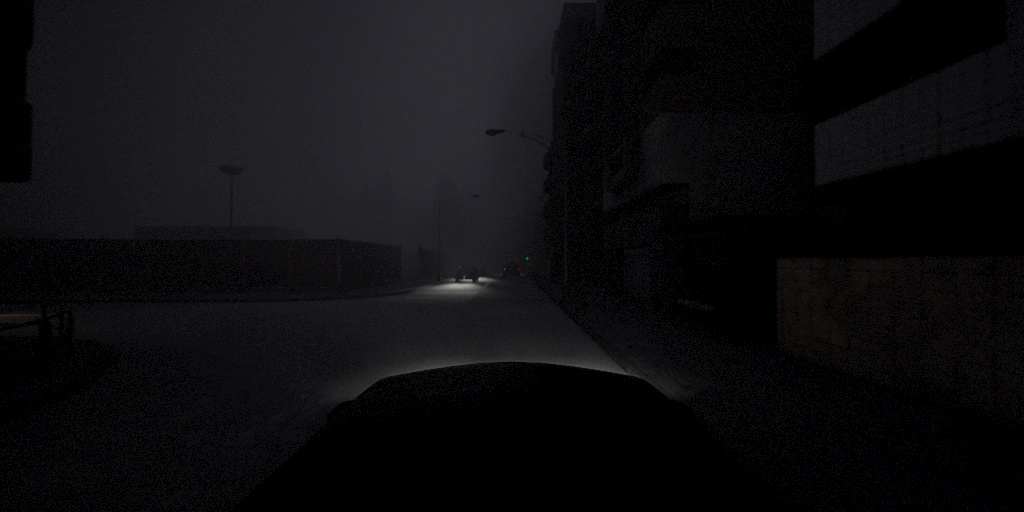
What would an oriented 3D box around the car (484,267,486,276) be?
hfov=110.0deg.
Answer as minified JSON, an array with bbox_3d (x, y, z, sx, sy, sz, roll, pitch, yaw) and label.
[{"bbox_3d":[-4.225,1.855,44.255,1.895,1.301,4.718,0,-1,0],"label":"car"}]

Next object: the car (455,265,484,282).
[{"bbox_3d":[-4.214,1.626,34.142,2.128,1.511,4.902,0,-1,0],"label":"car"}]

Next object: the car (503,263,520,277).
[{"bbox_3d":[-0.055,1.605,44.234,2.097,1.767,4.553,0,-1,0],"label":"car"}]
